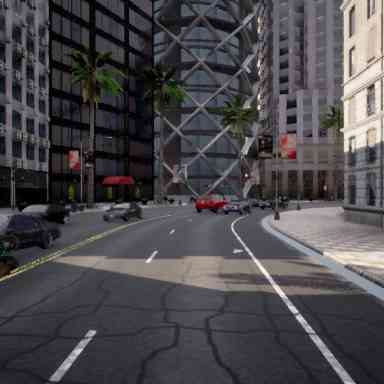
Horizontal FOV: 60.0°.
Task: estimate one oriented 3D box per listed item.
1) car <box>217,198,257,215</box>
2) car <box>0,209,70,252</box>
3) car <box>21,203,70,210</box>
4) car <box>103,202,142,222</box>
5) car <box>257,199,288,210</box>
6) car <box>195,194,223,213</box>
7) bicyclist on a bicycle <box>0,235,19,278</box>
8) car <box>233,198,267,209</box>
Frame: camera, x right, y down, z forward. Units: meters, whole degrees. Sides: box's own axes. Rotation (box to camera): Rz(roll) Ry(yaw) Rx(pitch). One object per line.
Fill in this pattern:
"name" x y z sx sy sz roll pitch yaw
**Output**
"car" 4.768 1.547 34.309 2.033 1.411 5.357 0 0 26
"car" -6.718 1.531 11.910 2.033 1.411 5.357 -2 -2 7
"car" -9.600 1.477 21.258 1.882 1.535 5.008 0 0 5
"car" -5.411 1.526 26.661 1.812 1.442 4.674 0 0 12
"car" 10.590 1.547 43.224 2.033 1.411 5.357 0 0 41
"car" 2.322 1.221 37.130 2.150 2.045 5.566 0 0 27
"bicyclist on a bicycle" -5.431 2.009 9.160 1.656 0.582 1.620 -30 55 -27
"car" 7.974 1.547 45.684 2.033 1.411 5.357 0 0 42
